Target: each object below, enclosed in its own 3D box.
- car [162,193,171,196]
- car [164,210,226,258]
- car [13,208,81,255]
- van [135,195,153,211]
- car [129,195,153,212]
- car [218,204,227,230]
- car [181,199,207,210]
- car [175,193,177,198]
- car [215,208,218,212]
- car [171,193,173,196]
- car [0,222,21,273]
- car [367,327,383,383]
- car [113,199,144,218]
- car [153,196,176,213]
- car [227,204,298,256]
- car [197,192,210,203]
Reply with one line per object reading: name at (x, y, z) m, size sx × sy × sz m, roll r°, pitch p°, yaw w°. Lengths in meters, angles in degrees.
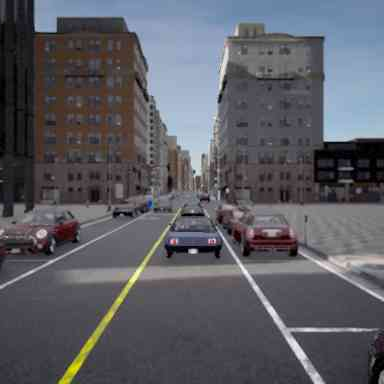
car at (-5.874, 1.406, 68.106) m, size 1.752 × 1.417 × 4.829 m, roll 0°, pitch 0°, yaw 0°
car at (0.057, 1.593, 12.800) m, size 1.895 × 1.301 × 4.718 m, roll 0°, pitch 0°, yaw 0°
car at (-5.862, 1.432, 13.059) m, size 1.967 × 1.590 × 4.097 m, roll 0°, pitch 0°, yaw 0°
van at (-5.869, 1.305, 41.259) m, size 1.690 × 1.788 × 3.998 m, roll 0°, pitch 0°, yaw 0°
car at (-5.867, 1.286, 35.618) m, size 2.192 × 1.841 × 5.009 m, roll 0°, pitch 0°, yaw 0°
car at (2.662, 1.569, 18.676) m, size 1.802 × 1.307 × 4.206 m, roll 0°, pitch 0°, yaw 0°
car at (0.060, 1.541, 29.107) m, size 1.994 × 1.385 × 4.181 m, roll 0°, pitch 0°, yaw 0°
car at (-5.878, 1.113, 90.895) m, size 2.192 × 1.841 × 5.009 m, roll 0°, pitch 0°, yaw 0°
car at (2.661, 1.526, 24.315) m, size 1.887 × 1.381 × 4.507 m, roll 0°, pitch 0°, yaw 0°
car at (-5.875, 1.426, 73.931) m, size 1.947 × 1.339 × 4.313 m, roll 0°, pitch 0°, yaw 0°
car at (-5.861, 1.578, 7.418) m, size 1.802 × 1.307 × 4.206 m, roll 0°, pitch 0°, yaw 0°
car at (2.666, 1.550, 1.758) m, size 2.008 × 1.369 × 4.403 m, roll 0°, pitch 0°, yaw 0°
car at (-5.866, 1.542, 29.978) m, size 1.947 × 1.339 × 4.313 m, roll 0°, pitch 0°, yaw 0°
car at (-3.080, 1.477, 36.478) m, size 1.837 × 1.490 × 4.892 m, roll 0°, pitch 0°, yaw 0°
car at (2.664, 1.432, 13.036) m, size 1.967 × 1.590 × 4.097 m, roll 0°, pitch 0°, yaw 0°
car at (2.653, 1.195, 68.249) m, size 2.192 × 1.841 × 5.009 m, roll 0°, pitch 0°, yaw 0°
